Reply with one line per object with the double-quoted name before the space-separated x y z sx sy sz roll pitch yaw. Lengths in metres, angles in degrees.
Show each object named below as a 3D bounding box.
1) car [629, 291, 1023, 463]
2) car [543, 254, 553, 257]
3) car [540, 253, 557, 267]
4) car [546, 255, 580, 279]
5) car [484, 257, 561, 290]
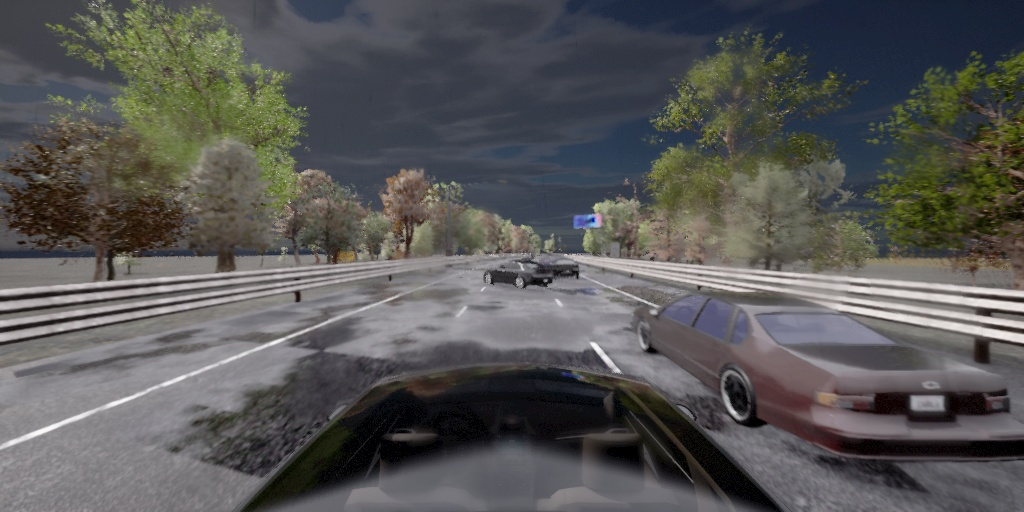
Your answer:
"car" 3.506 1.251 5.524 2.033 1.411 5.357 0 1 0
"car" 4.370 0.640 38.108 2.097 1.767 4.553 0 1 3
"car" 4.963 0.507 48.969 2.097 1.767 4.553 0 1 4
"car" 3.931 0.900 27.272 1.882 1.535 5.008 0 1 2
"car" 0.254 1.008 20.519 1.837 1.490 4.892 -2 2 -38
